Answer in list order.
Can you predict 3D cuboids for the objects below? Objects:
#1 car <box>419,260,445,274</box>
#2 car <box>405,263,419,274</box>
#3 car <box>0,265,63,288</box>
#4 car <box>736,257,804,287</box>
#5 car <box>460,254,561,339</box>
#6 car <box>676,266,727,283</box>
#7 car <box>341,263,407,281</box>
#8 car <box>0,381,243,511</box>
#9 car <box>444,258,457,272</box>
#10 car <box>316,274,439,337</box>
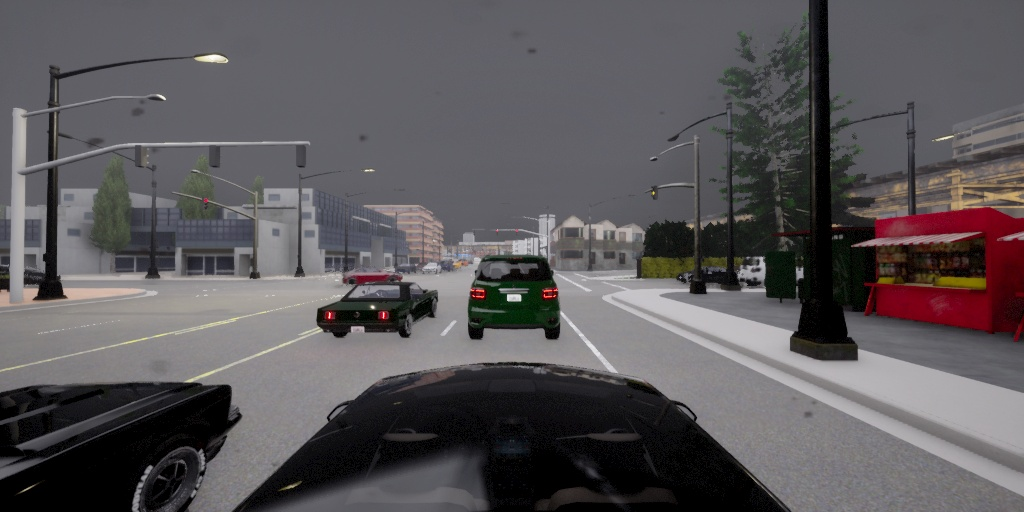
[{"bbox_3d":[-10.629,1.644,47.886,1.812,1.442,4.674,0,0,0],"label":"car"},{"bbox_3d":[-14.139,1.671,48.259,2.033,1.411,5.357,0,-1,0],"label":"car"},{"bbox_3d":[-33.013,1.344,23.794,4.892,1.490,1.837,0,-1,1],"label":"car"},{"bbox_3d":[17.881,1.055,23.411,5.566,2.045,2.150,0,-1,0],"label":"car"},{"bbox_3d":[0.060,0.986,10.241,2.150,2.045,5.566,0,0,0],"label":"car"},{"bbox_3d":[14.746,1.449,27.128,4.181,1.385,1.994,0,-1,0],"label":"car"},{"bbox_3d":[-10.121,1.452,26.032,4.181,1.385,1.994,0,0,-25],"label":"car"},{"bbox_3d":[-3.402,1.351,1.118,1.895,1.301,4.718,0,0,0],"label":"car"},{"bbox_3d":[-10.618,1.527,56.914,2.097,1.767,4.553,0,0,0],"label":"car"},{"bbox_3d":[-3.437,1.368,10.257,1.895,1.301,4.718,0,0,0],"label":"car"}]
